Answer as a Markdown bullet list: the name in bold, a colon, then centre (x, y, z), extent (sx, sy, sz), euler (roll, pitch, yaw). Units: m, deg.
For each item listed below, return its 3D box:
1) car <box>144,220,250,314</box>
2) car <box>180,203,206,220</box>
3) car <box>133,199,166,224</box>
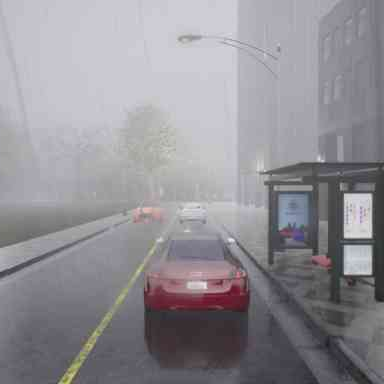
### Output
- **car**: centre (0.086, 1.572, 7.704), extent (1.994, 1.385, 4.181), euler (0, 0, 0)
- **car**: centre (0.055, 1.563, 25.036), extent (1.812, 1.442, 4.674), euler (0, 0, 0)
- **car**: centre (-3.145, 1.389, 25.240), extent (2.097, 1.767, 4.553), euler (0, 0, 0)
